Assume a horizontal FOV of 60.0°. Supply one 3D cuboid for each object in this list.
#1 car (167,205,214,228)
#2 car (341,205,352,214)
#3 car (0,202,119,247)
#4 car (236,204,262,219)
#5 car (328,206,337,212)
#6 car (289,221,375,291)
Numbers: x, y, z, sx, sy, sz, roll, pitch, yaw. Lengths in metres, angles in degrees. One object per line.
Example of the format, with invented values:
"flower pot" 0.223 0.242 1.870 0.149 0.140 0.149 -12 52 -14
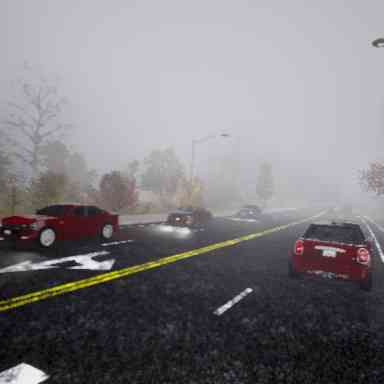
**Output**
"car" -0.032 1.633 23.264 1.994 1.385 4.181 4 0 27
"car" 37.827 4.195 81.146 2.150 2.045 5.566 4 0 23
"car" -5.051 1.163 13.422 1.882 1.535 5.008 4 0 27
"car" 6.272 2.078 35.877 1.812 1.442 4.674 4 0 26
"car" 34.943 4.364 82.712 1.895 1.301 4.718 4 0 23
"car" 4.569 1.708 10.595 2.097 1.767 4.553 4 0 27
